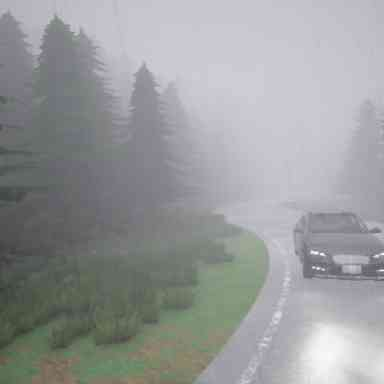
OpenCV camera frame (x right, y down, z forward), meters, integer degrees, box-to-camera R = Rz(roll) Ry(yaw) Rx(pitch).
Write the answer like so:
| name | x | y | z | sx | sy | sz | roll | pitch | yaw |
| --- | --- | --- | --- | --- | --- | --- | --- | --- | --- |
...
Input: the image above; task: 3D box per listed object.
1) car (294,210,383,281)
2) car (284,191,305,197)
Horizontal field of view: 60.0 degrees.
| name | x | y | z | sx | sy | sz | roll | pitch | yaw |
| --- | --- | --- | --- | --- | --- | --- | --- | --- | --- |
| car | 3.949 | 1.314 | 9.388 | 2.128 | 1.511 | 4.902 | -1 | 1 | 14 |
| car | 17.879 | 0.518 | 57.964 | 4.674 | 1.442 | 1.812 | -1 | 3 | -38 |
